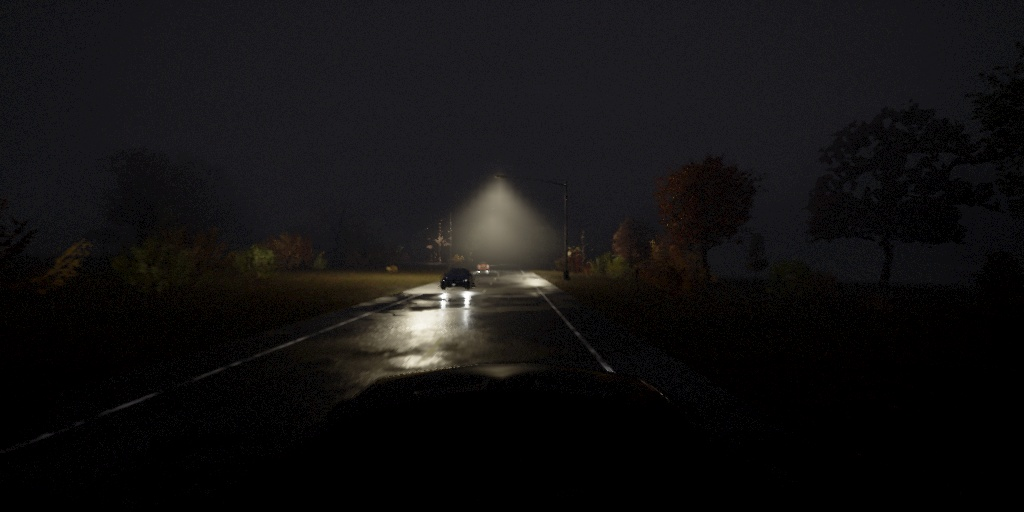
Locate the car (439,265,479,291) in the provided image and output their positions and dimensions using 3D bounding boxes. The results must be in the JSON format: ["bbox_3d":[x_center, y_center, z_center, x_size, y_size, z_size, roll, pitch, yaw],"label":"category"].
[{"bbox_3d":[-3.597,1.525,24.467,1.812,1.442,4.674,0,-1,0],"label":"car"}]
